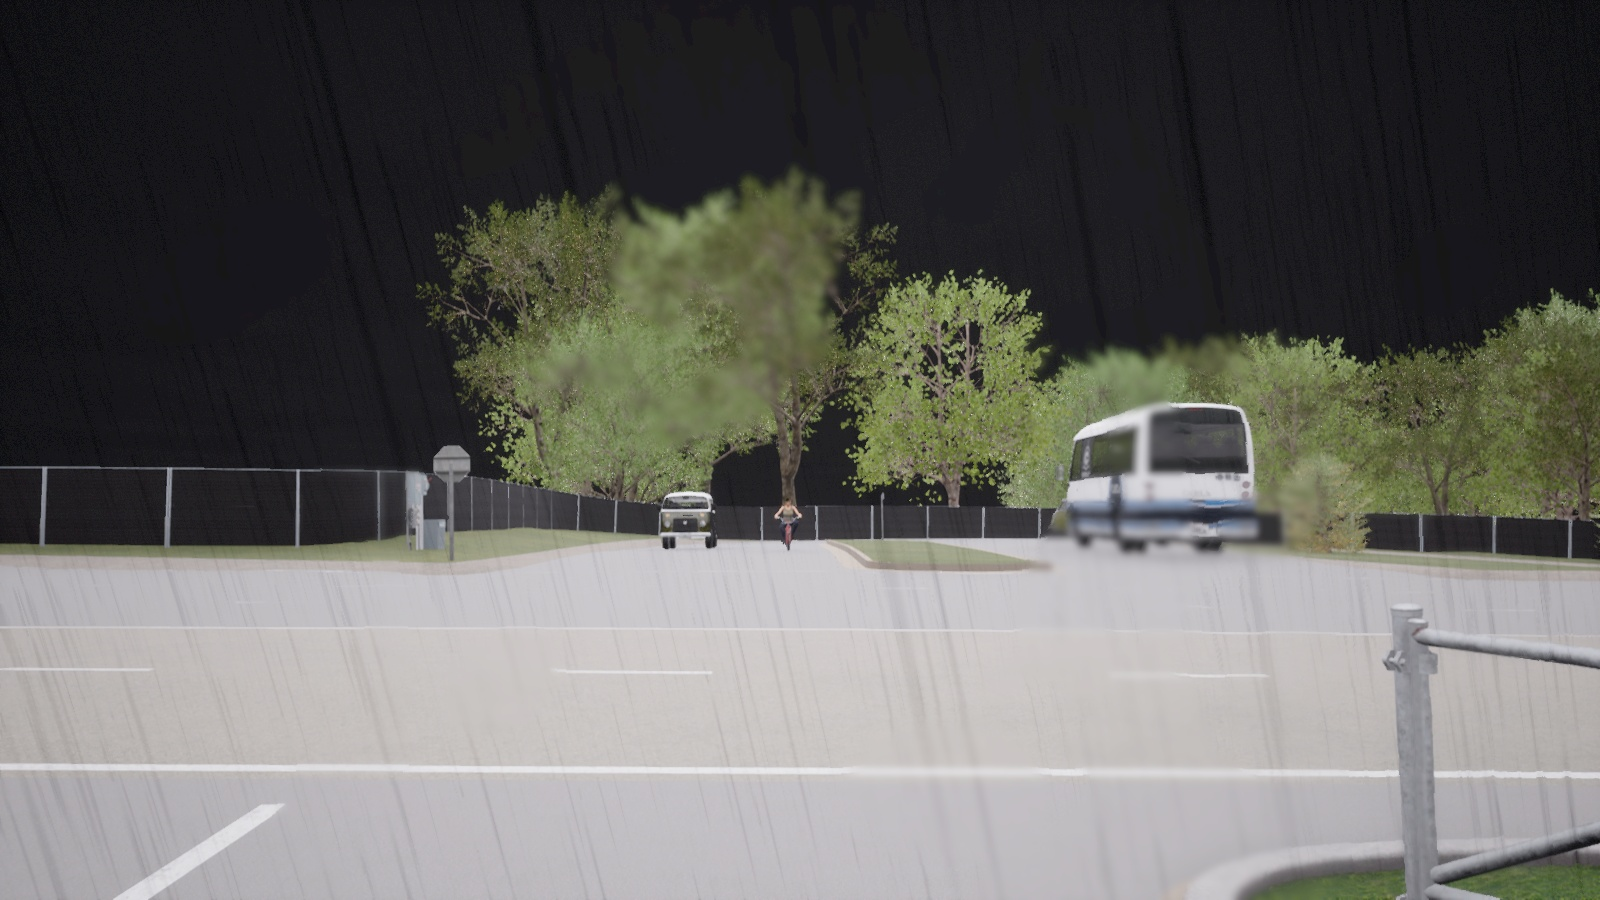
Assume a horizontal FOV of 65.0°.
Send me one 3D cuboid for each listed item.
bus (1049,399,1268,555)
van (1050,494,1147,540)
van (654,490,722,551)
[{"bbox_3d":[10.936,0.968,39.891,3.944,4.253,10.273,-1,-3,0],"label":"bus"},{"bbox_3d":[14.408,3.257,60.747,4.442,1.987,1.775,2,-4,13],"label":"van"},{"bbox_3d":[-3.953,2.545,45.087,2.069,2.038,4.480,-1,-4,-1],"label":"van"}]
